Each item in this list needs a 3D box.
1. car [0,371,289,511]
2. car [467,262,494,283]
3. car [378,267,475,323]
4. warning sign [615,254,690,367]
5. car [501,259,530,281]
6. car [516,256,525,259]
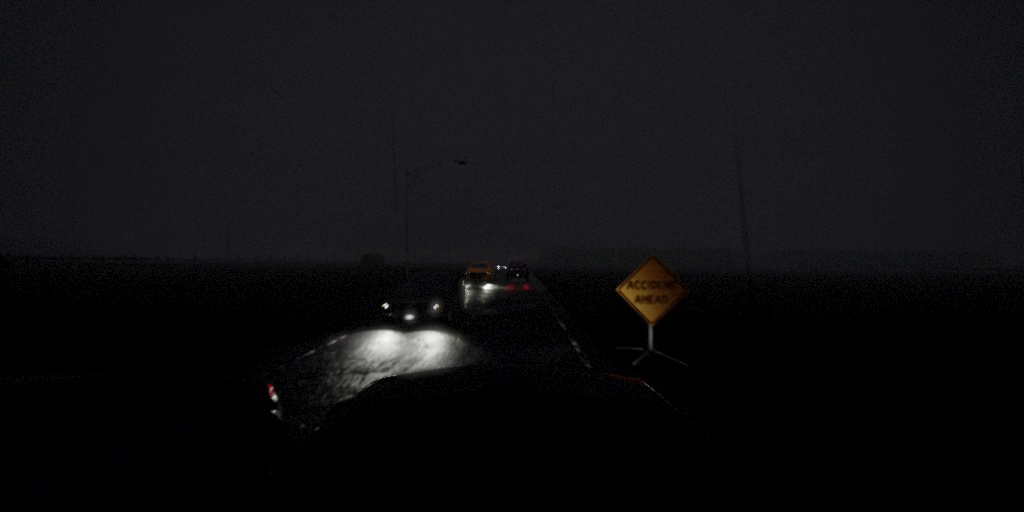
[{"bbox_3d":[-2.882,1.286,1.297,1.994,1.385,4.181,1,0,1],"label":"car"},{"bbox_3d":[-2.457,1.194,28.225,1.882,1.535,5.008,1,0,1],"label":"car"},{"bbox_3d":[-2.723,1.271,12.315,2.033,1.411,5.357,1,0,1],"label":"car"},{"bbox_3d":[2.489,0.891,6.470,1.300,1.860,1.060,0,0,1],"label":"warning sign"},{"bbox_3d":[0.475,1.235,29.795,2.128,1.511,4.902,1,0,1],"label":"car"},{"bbox_3d":[0.771,1.188,50.573,1.882,1.535,5.008,1,0,1],"label":"car"}]
